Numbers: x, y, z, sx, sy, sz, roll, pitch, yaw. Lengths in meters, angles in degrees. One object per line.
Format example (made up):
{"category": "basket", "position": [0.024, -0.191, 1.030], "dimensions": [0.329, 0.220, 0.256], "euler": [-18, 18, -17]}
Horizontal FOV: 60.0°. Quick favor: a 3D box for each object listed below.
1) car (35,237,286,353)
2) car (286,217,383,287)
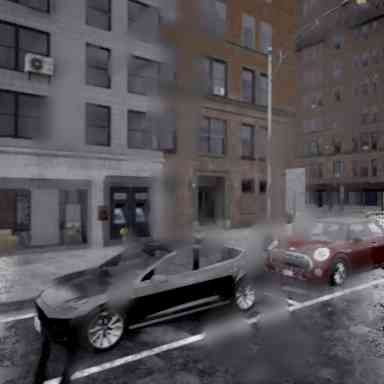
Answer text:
{"category": "car", "position": [-0.503, 1.579, 6.173], "dimensions": [4.313, 1.339, 1.947], "euler": [0, 0, -35]}
{"category": "car", "position": [3.996, 1.476, 9.381], "dimensions": [4.097, 1.590, 1.967], "euler": [0, 0, -35]}
